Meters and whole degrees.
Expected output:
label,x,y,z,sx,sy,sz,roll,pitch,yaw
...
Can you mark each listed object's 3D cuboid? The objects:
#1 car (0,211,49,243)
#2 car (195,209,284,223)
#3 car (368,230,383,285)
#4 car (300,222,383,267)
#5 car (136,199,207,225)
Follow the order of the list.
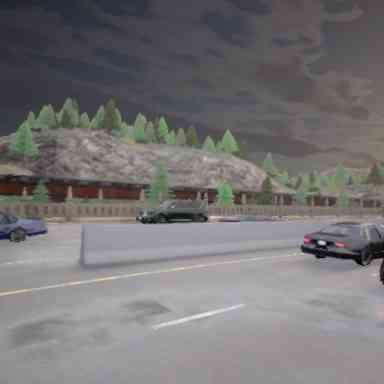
label,x,y,z,sx,sy,sz,roll,pitch,yaw
car,-9.256,1.550,14.586,5.357,1.411,2.033,0,0,-35
car,3.097,1.888,19.097,5.357,1.411,2.033,3,-2,-35
car,6.632,1.781,8.474,4.181,1.385,1.994,3,-2,-35
car,6.395,1.847,12.603,5.357,1.411,2.033,3,-2,-35
car,-1.316,1.548,24.546,5.566,2.045,2.150,3,-2,-35
